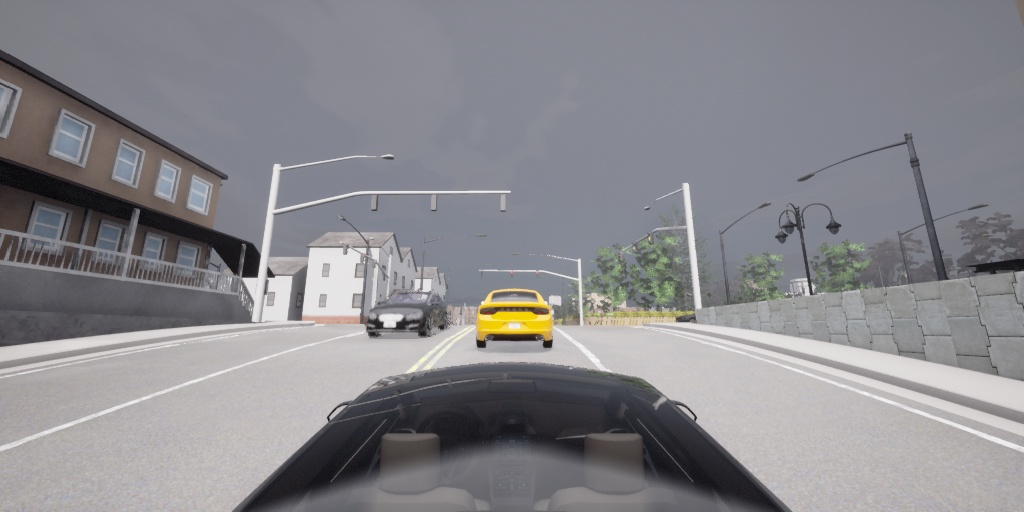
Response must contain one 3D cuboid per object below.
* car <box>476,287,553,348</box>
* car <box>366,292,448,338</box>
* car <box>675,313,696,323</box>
[{"bbox_3d":[0.070,1.723,10.548,1.882,1.535,5.008,0,-7,0],"label":"car"},{"bbox_3d":[-3.534,2.024,12.902,2.128,1.511,4.902,0,-7,1],"label":"car"},{"bbox_3d":[16.489,5.261,30.393,5.008,1.535,1.882,0,-12,1],"label":"car"}]
